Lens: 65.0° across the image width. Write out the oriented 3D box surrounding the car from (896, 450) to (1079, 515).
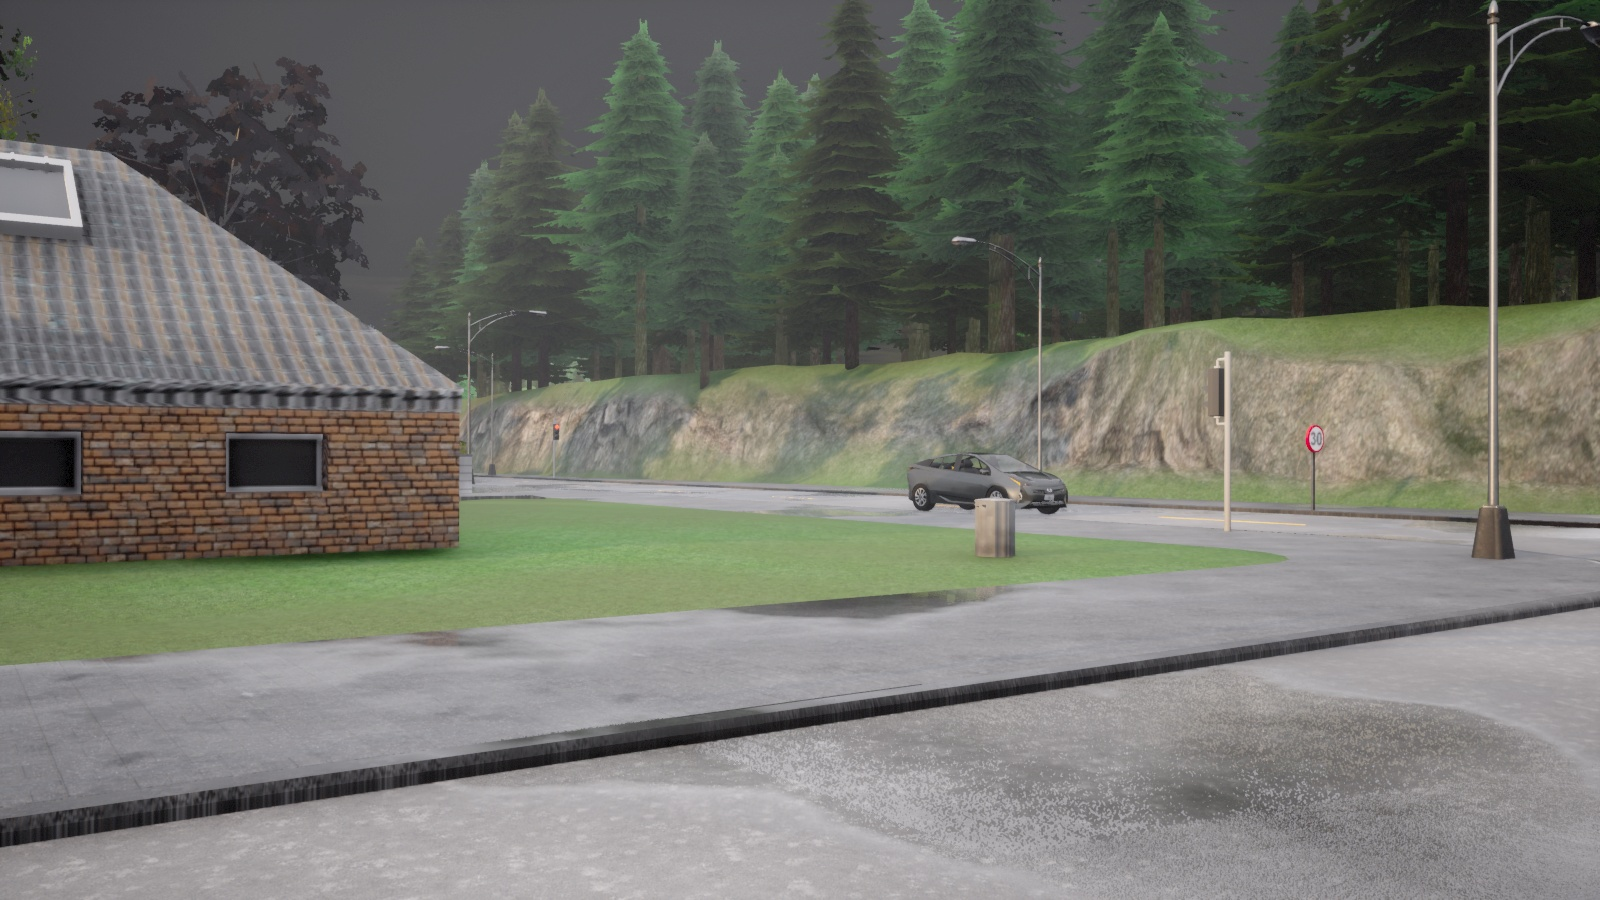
[{"bbox_3d":[4.616,0.759,31.520,2.007,1.525,4.514,0,0,-35],"label":"car"}]
